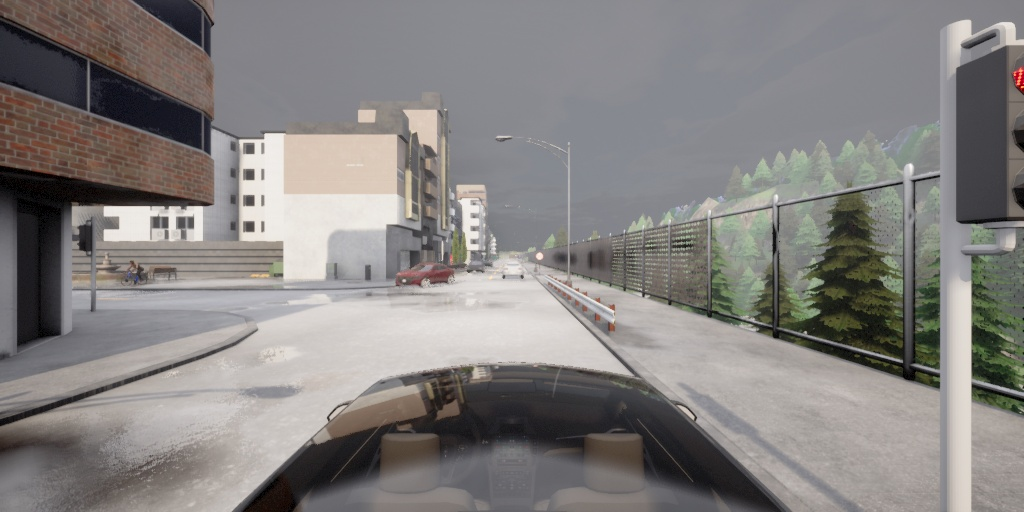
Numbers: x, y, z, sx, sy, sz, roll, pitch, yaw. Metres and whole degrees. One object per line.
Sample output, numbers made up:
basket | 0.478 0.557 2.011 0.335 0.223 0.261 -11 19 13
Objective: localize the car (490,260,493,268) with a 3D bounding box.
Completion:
car | -4.080 1.351 58.734 1.895 1.301 4.718 0 0 0

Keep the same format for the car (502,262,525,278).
car | 0.089 1.275 33.724 1.812 1.442 4.674 0 0 0

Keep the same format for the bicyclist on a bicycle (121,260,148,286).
bicyclist on a bicycle | -24.284 1.099 23.067 0.582 1.620 1.656 0 0 0

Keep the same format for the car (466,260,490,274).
car | -4.098 1.297 41.678 2.033 1.411 5.357 0 0 0

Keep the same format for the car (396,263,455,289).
car | -5.578 1.227 23.691 1.882 1.535 5.008 1 0 20
